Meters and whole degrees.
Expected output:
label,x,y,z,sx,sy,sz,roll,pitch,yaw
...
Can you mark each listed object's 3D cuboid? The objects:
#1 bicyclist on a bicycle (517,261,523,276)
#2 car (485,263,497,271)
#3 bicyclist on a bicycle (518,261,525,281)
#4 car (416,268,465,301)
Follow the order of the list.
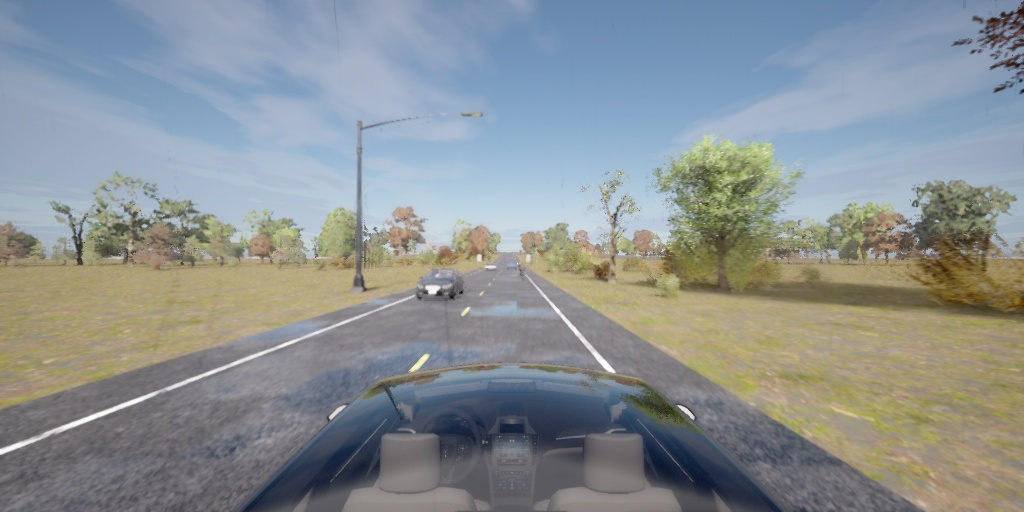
label,x,y,z,sx,sy,sz,roll,pitch,yaw
bicyclist on a bicycle,0.954,1.464,42.087,0.659,1.776,1.843,0,0,0
car,-3.533,1.851,60.417,1.895,1.301,4.718,0,0,0
bicyclist on a bicycle,0.958,1.470,32.964,0.582,1.620,1.656,0,-1,0
car,-3.601,1.388,18.680,2.128,1.511,4.902,0,0,0
